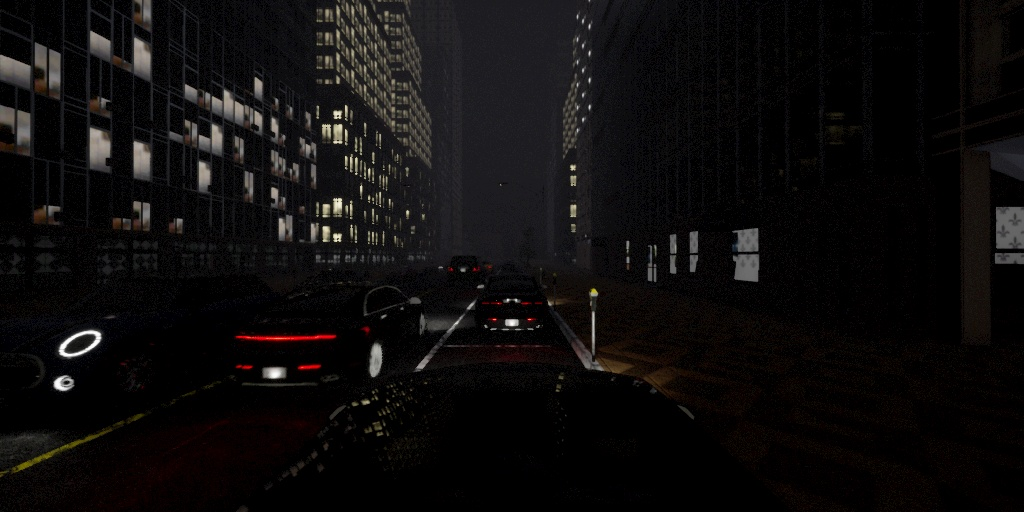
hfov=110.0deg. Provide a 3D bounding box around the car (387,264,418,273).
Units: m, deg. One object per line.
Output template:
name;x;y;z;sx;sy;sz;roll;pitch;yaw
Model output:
car;-8.836;1.325;29.033;1.802;1.307;4.207;0;0;0

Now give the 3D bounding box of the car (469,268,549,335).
car;0.000;1.253;10.499;1.837;1.490;4.892;0;0;0

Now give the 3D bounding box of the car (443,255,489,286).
car;-3.044;0.967;24.938;2.150;2.045;5.566;0;0;0

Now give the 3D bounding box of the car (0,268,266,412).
car;-6.245;1.102;6.404;2.097;1.767;4.553;0;0;0

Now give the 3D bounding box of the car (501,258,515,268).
car;-0.455;1.298;46.099;1.948;1.339;4.313;0;0;0

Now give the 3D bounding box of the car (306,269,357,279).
car;-8.836;1.313;17.650;1.948;1.339;4.313;0;0;0

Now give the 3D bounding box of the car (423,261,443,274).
car;-8.836;1.286;40.419;2.007;1.370;4.403;0;0;0

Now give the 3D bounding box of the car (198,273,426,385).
car;-3.045;1.254;7.016;1.837;1.490;4.892;0;0;0

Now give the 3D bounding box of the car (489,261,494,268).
car;-3.148;1.190;42.791;1.801;1.575;5.366;0;0;0
